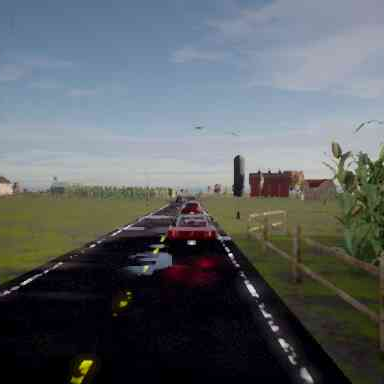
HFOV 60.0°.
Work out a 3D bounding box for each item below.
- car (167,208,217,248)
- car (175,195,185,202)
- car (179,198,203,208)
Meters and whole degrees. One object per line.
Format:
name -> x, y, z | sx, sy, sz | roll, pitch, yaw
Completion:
car -> 0.000, 1.615, 14.682 | 1.895, 1.301, 4.718 | 0, 0, 0
car -> -2.750, 1.547, 74.736 | 1.837, 1.490, 4.892 | 0, 0, 0
car -> 0.000, 1.540, 29.653 | 1.812, 1.442, 4.674 | 0, 0, 0
